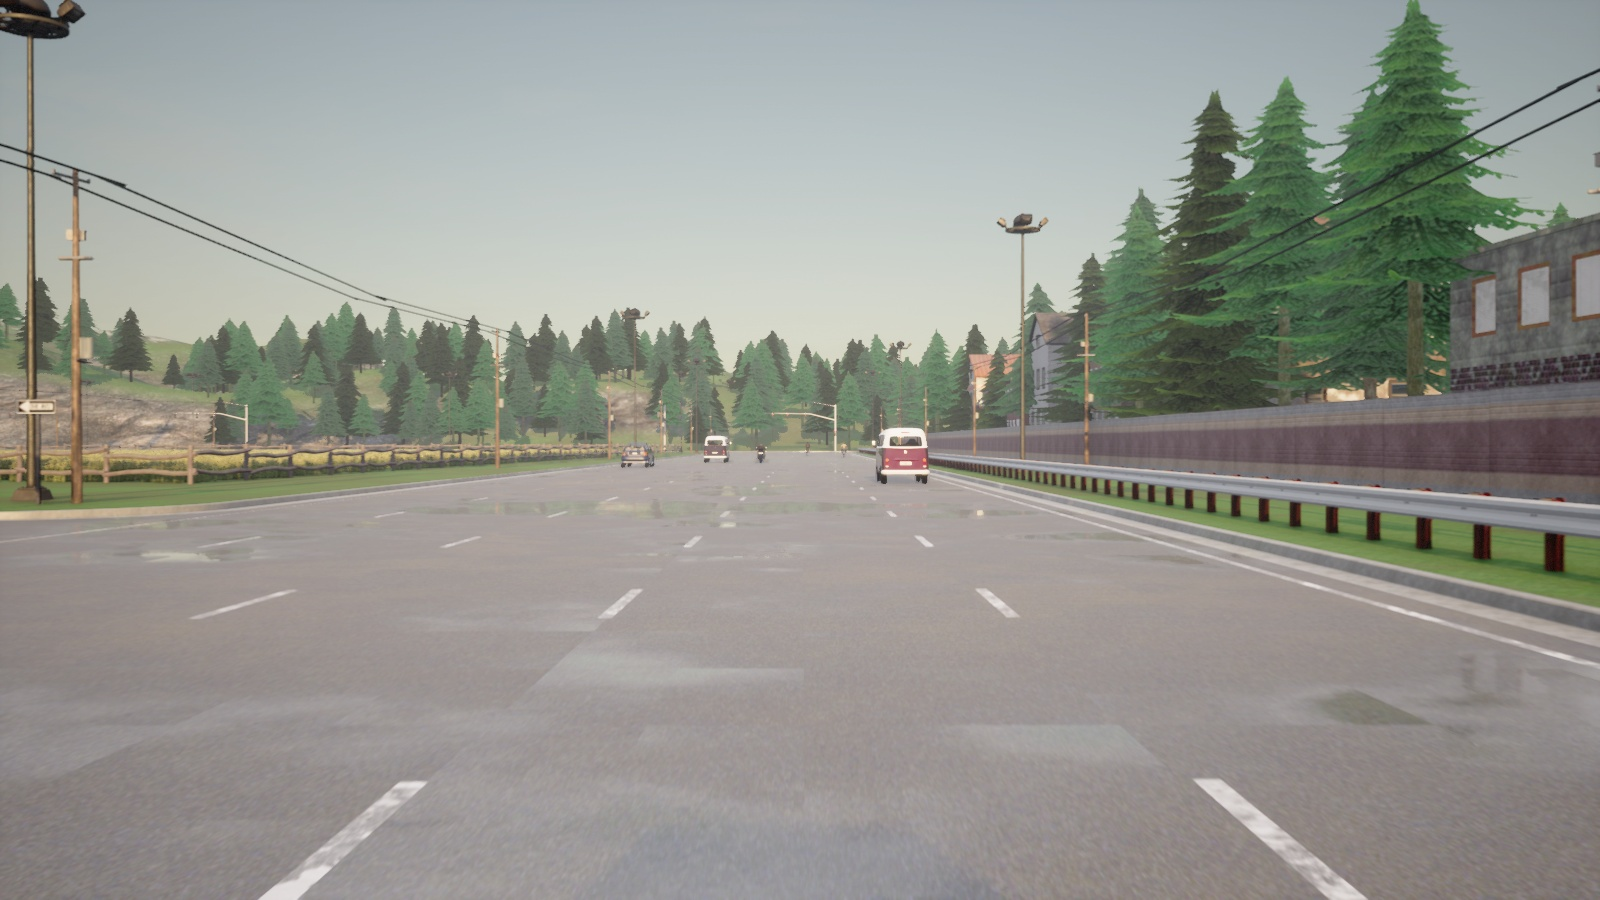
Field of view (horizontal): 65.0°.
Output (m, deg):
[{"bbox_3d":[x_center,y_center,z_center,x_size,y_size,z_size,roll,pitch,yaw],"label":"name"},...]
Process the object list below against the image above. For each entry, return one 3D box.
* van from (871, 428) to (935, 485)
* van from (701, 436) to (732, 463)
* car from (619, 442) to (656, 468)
[{"bbox_3d":[3.797,0.212,47.116,2.069,2.038,4.480,0,0,0],"label":"van"},{"bbox_3d":[-6.406,-0.067,96.726,2.069,2.038,4.480,0,0,0],"label":"van"},{"bbox_3d":[-10.020,0.290,77.784,1.789,1.549,3.705,0,0,0],"label":"car"}]
